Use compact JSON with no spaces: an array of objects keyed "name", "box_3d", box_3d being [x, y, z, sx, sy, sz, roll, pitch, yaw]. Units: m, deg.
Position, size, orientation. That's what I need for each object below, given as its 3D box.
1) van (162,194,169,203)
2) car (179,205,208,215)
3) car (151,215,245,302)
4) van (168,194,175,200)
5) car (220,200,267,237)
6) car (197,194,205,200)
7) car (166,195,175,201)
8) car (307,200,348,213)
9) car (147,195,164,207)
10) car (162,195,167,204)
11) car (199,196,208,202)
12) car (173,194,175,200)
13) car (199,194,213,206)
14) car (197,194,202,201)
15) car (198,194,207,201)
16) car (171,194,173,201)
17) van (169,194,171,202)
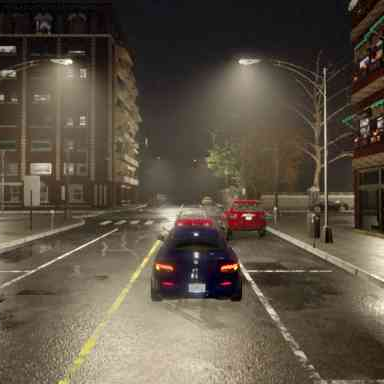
[{"name":"van","box_3d":[-5.772,1.380,61.652,1.690,1.788,3.998,1,0,0]},{"name":"car","box_3d":[0.071,1.608,17.900,1.895,1.301,4.718,0,0,0]},{"name":"car","box_3d":[0.088,1.528,8.157,1.812,1.442,4.674,0,0,0]},{"name":"van","box_3d":[-5.826,1.417,94.884,1.690,1.788,3.998,1,0,0]},{"name":"car","box_3d":[2.679,1.322,18.091,2.192,1.841,5.009,1,0,0]},{"name":"car","box_3d":[2.554,1.391,94.887,2.192,1.841,5.009,1,0,0]},{"name":"car","box_3d":[-5.821,1.620,89.346,2.008,1.369,4.403,1,0,0]},{"name":"car","box_3d":[15.153,1.607,37.144,4.313,1.339,1.947,0,-1,0]},{"name":"car","box_3d":[-5.759,1.612,50.576,1.802,1.307,4.206,1,0,0]},{"name":"car","box_3d":[-5.768,1.616,56.113,1.802,1.307,4.206,1,0,0]},{"name":"car","box_3d":[2.576,1.622,78.274,1.947,1.339,4.313,1,0,0]},{"name":"car","box_3d":[-5.803,1.606,78.268,2.008,1.369,4.403,1,0,0]},{"name":"car","box_3d":[2.613,1.560,56.291,1.752,1.417,4.829,1,0,0]},{"name":"car","box_3d":[2.586,1.601,72.735,2.008,1.369,4.403,1,0,0]},{"name":"car","box_3d":[2.572,1.377,83.812,2.192,1.841,5.009,1,0,0]},{"name":"car","box_3d":[-5.794,1.632,72.730,1.802,1.307,4.206,1,0,0]},{"name":"van","box_3d":[-5.781,1.385,67.191,1.690,1.788,3.998,1,0,0]}]
